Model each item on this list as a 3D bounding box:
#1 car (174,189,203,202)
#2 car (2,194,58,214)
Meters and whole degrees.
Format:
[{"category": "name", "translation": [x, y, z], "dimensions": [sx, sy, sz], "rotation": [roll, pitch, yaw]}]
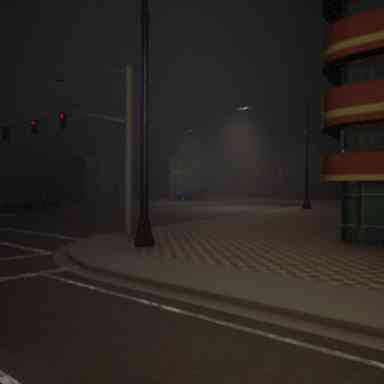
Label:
[{"category": "car", "translation": [-0.520, 0.504, 52.077], "dimensions": [2.150, 2.045, 5.566], "rotation": [0, 1, 37]}, {"category": "car", "translation": [-15.457, 1.170, 32.015], "dimensions": [1.882, 1.535, 5.008], "rotation": [0, 1, 37]}]
